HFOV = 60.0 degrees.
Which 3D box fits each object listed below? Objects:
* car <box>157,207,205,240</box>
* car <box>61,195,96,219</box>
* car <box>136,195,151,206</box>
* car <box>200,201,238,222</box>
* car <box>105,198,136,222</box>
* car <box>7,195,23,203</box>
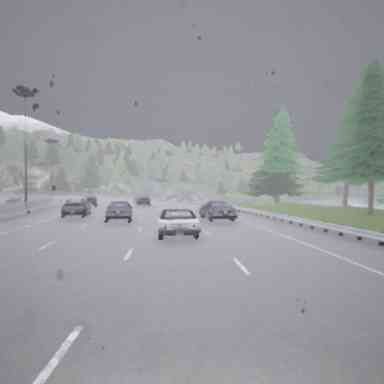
[{"bbox_3d":[-0.754,1.474,16.415,1.895,1.301,4.718,0,0,-6],"label":"car"},{"bbox_3d":[-9.510,1.310,27.486,2.128,1.511,4.902,0,0,-11],"label":"car"},{"bbox_3d":[-7.018,1.165,46.535,1.837,1.490,4.892,1,0,-18],"label":"car"},{"bbox_3d":[1.771,1.350,24.187,2.033,1.411,5.357,0,0,-10],"label":"car"},{"bbox_3d":[-5.339,1.374,24.428,2.033,1.411,5.357,0,0,-10],"label":"car"},{"bbox_3d":[-28.256,1.208,53.433,1.812,1.442,4.674,0,0,-21],"label":"car"}]
